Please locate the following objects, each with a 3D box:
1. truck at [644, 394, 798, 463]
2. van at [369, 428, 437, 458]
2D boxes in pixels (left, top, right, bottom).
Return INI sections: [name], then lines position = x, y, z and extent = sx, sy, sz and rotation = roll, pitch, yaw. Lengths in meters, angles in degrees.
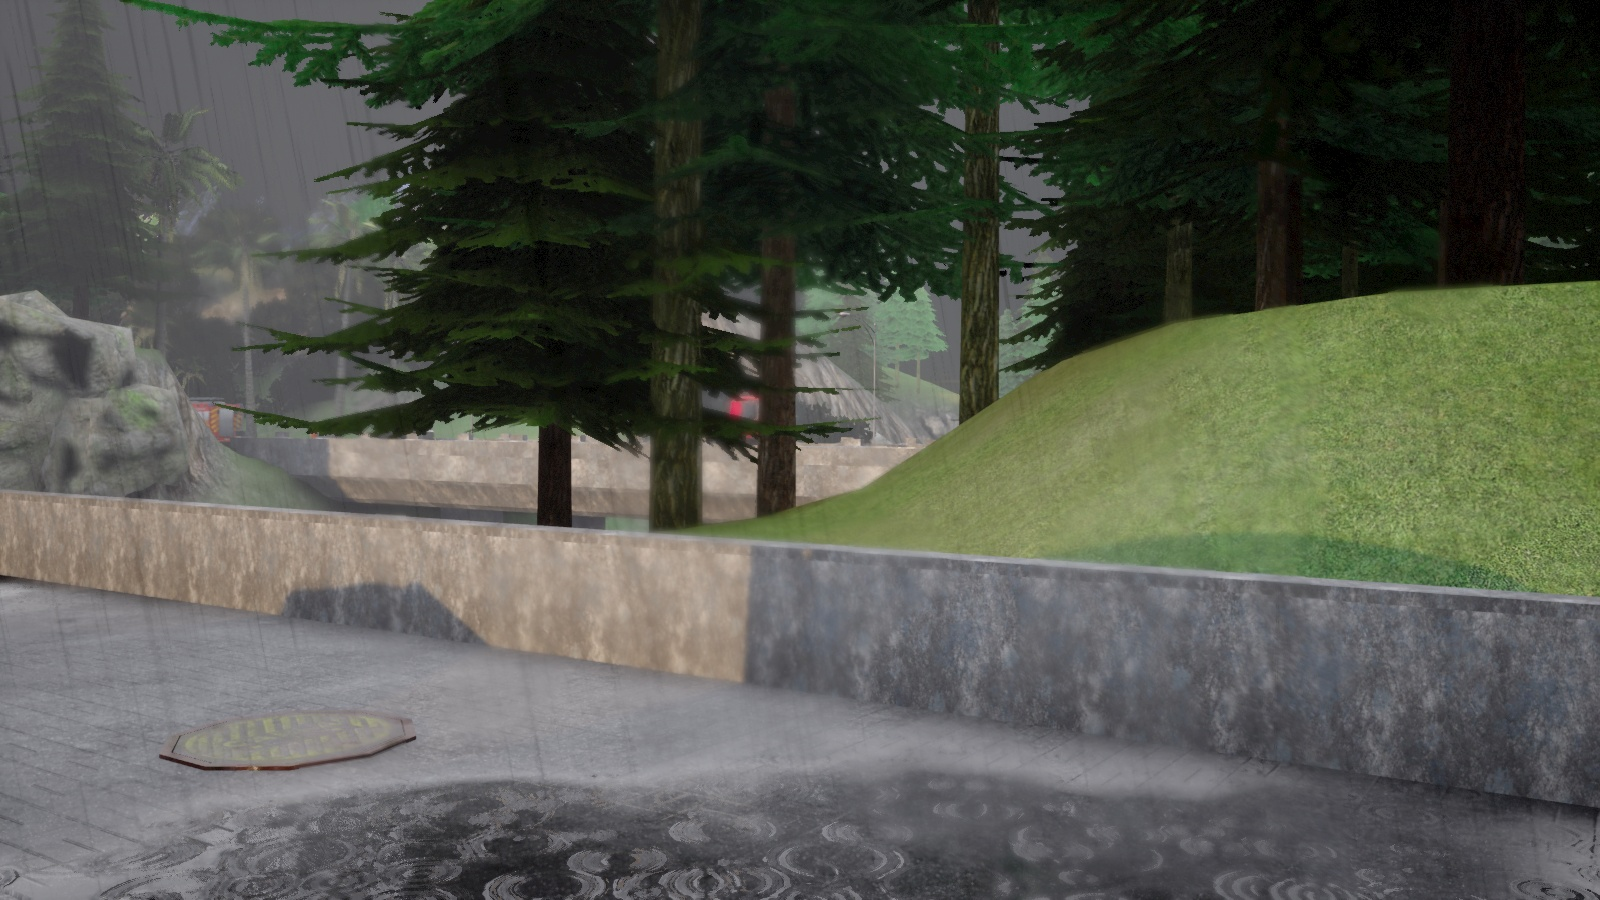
[truck]
position = -4.244, -1.119, 66.450
extent = 7.936, 3.462, 2.891
rotation = 0, 1, 34
[van]
position = -27.363, -0.480, 86.581
extent = 4.480, 2.038, 2.069
rotation = 0, 1, 34
